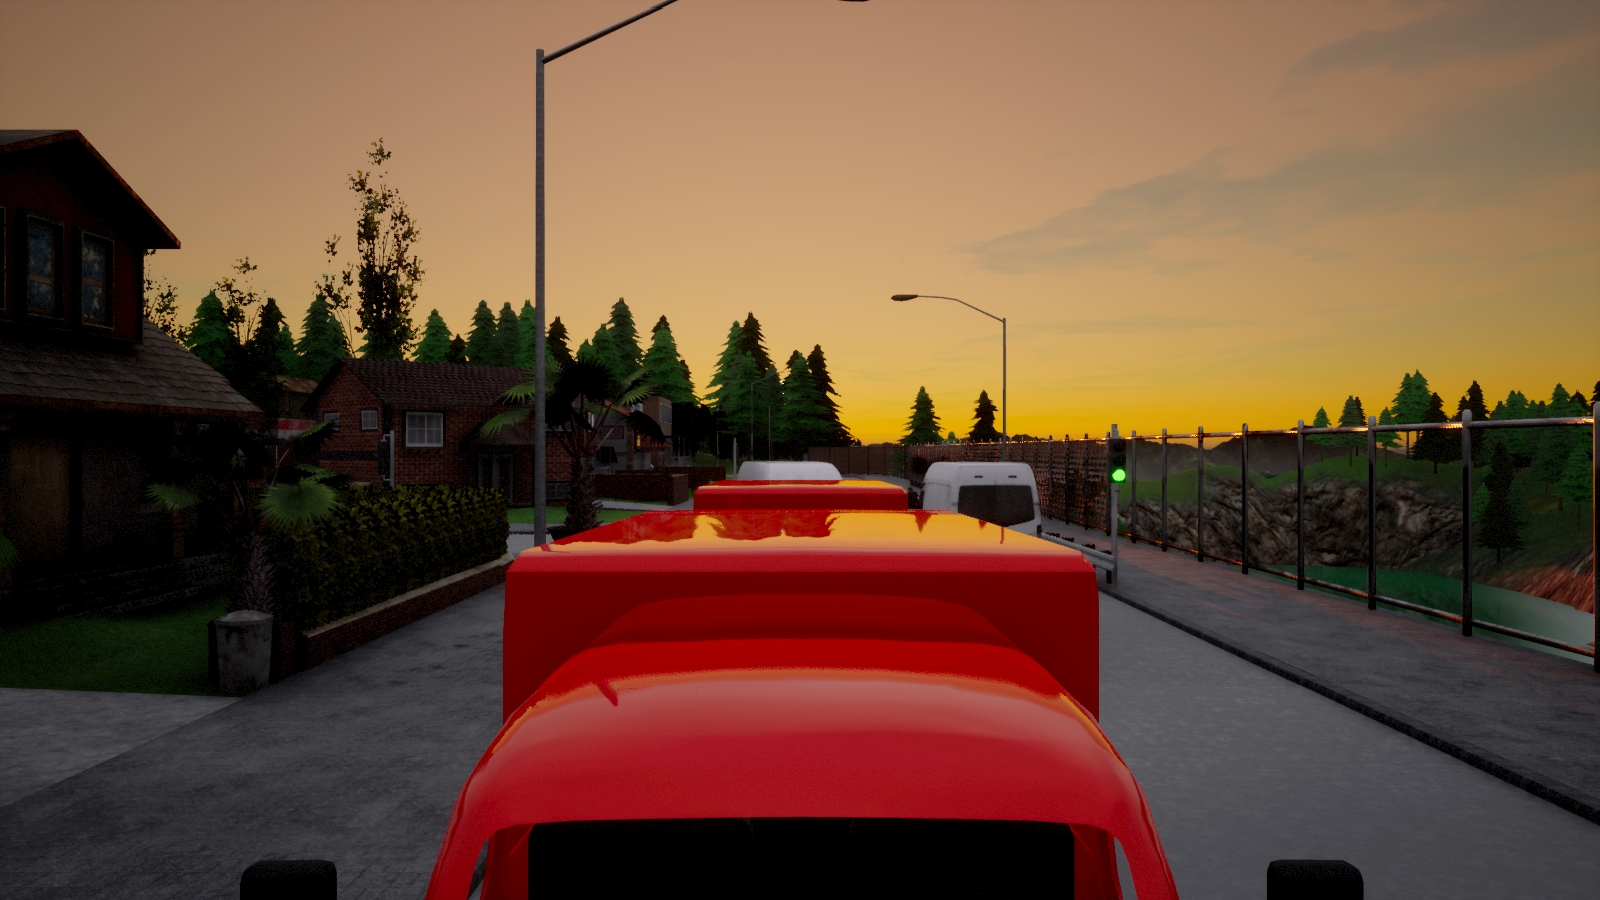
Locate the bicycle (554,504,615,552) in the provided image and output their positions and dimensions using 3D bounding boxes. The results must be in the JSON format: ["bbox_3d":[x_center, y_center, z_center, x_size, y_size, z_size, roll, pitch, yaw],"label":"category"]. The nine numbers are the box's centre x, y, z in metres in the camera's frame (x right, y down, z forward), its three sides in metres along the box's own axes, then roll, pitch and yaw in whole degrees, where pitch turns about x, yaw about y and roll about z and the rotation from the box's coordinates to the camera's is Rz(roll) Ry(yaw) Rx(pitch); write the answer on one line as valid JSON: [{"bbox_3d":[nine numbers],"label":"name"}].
[{"bbox_3d":[-6.027,2.170,32.019,1.487,1.276,0.859,0,0,8],"label":"bicycle"}]

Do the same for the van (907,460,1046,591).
[{"bbox_3d":[3.826,1.545,25.945,1.988,2.561,5.915,0,0,-3],"label":"van"}]

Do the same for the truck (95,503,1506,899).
[{"bbox_3d":[-0.001,1.570,4.728,2.627,2.467,5.204,0,0,0],"label":"truck"}]
